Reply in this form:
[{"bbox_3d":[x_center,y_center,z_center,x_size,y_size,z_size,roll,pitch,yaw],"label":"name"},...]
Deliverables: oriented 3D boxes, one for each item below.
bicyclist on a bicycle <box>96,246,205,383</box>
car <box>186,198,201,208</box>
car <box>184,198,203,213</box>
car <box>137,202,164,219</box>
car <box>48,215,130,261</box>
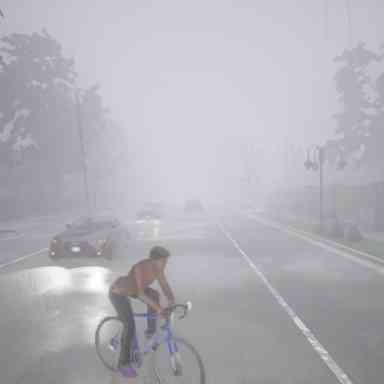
[{"bbox_3d":[-0.538,1.446,3.886,1.656,1.620,0.582,3,0,32],"label":"bicyclist on a bicycle"},{"bbox_3d":[0.186,1.538,47.305,1.994,1.385,4.181,0,0,1],"label":"car"},{"bbox_3d":[0.179,1.501,36.991,1.837,1.490,4.892,0,0,1],"label":"car"},{"bbox_3d":[-3.479,1.547,28.962,2.033,1.411,5.357,0,0,1],"label":"car"},{"bbox_3d":[-3.549,1.564,12.169,1.994,1.385,4.181,0,0,0],"label":"car"}]
